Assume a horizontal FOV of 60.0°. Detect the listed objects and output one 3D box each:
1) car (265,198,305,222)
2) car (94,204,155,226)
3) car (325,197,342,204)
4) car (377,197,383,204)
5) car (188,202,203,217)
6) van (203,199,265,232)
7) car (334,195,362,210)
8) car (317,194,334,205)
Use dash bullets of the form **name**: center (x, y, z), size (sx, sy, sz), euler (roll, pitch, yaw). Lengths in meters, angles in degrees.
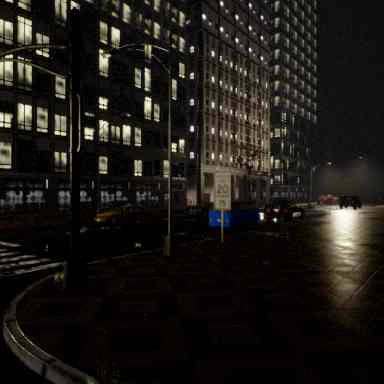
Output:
- **car**: center (7.619, 1.473, 26.859), size (1.967, 1.590, 4.097), euler (0, 0, 38)
- **car**: center (-4.734, 1.540, 23.944), size (1.752, 1.417, 4.829), euler (0, 0, 38)
- **car**: center (28.527, 1.625, 66.935), size (2.008, 1.369, 4.403), euler (0, 0, 38)
- **car**: center (38.164, 1.659, 66.536), size (1.947, 1.339, 4.313), euler (0, 0, 38)
- **car**: center (1.375, 1.604, 31.667), size (1.802, 1.307, 4.206), euler (0, 0, 38)
- **van**: center (2.656, 1.368, 20.230), size (1.690, 1.788, 3.998), euler (0, 0, 38)
- **car**: center (21.195, 1.369, 44.494), size (2.192, 1.841, 5.009), euler (0, 0, 38)
- **car**: center (25.133, 1.381, 62.528), size (2.192, 1.841, 5.009), euler (0, 0, 38)
